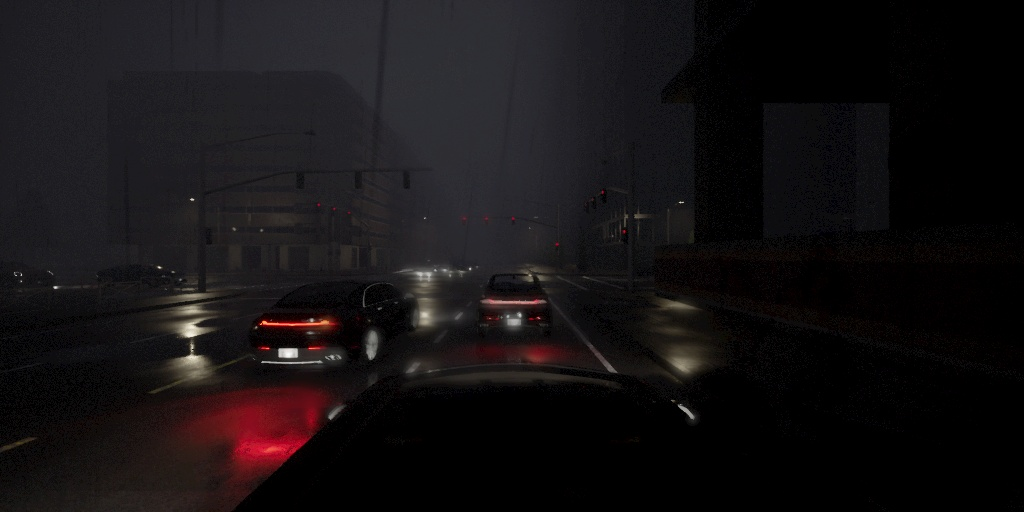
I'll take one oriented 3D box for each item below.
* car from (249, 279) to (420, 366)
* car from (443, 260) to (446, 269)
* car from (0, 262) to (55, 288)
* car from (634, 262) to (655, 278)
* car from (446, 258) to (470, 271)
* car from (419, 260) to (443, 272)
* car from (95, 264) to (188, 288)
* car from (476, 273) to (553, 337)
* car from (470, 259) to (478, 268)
[{"bbox_3d":[-3.451,1.255,7.977,1.837,1.490,4.892,0,0,0],"label":"car"},{"bbox_3d":[-10.949,1.351,56.910,1.895,1.301,4.718,0,0,1],"label":"car"},{"bbox_3d":[-33.393,1.157,23.673,4.553,1.767,2.097,0,0,0],"label":"car"},{"bbox_3d":[13.949,1.297,34.287,4.902,1.511,2.128,0,0,0],"label":"car"},{"bbox_3d":[-7.486,1.228,50.337,1.882,1.535,5.008,0,0,0],"label":"car"},{"bbox_3d":[-10.980,1.241,47.566,2.128,1.511,4.902,0,0,0],"label":"car"},{"bbox_3d":[-24.326,1.297,23.655,4.902,1.511,2.128,0,0,0],"label":"car"},{"bbox_3d":[0.059,1.242,10.297,2.128,1.511,4.902,0,0,0],"label":"car"},{"bbox_3d":[-7.405,1.314,60.354,1.994,1.385,4.181,0,0,1],"label":"car"}]
